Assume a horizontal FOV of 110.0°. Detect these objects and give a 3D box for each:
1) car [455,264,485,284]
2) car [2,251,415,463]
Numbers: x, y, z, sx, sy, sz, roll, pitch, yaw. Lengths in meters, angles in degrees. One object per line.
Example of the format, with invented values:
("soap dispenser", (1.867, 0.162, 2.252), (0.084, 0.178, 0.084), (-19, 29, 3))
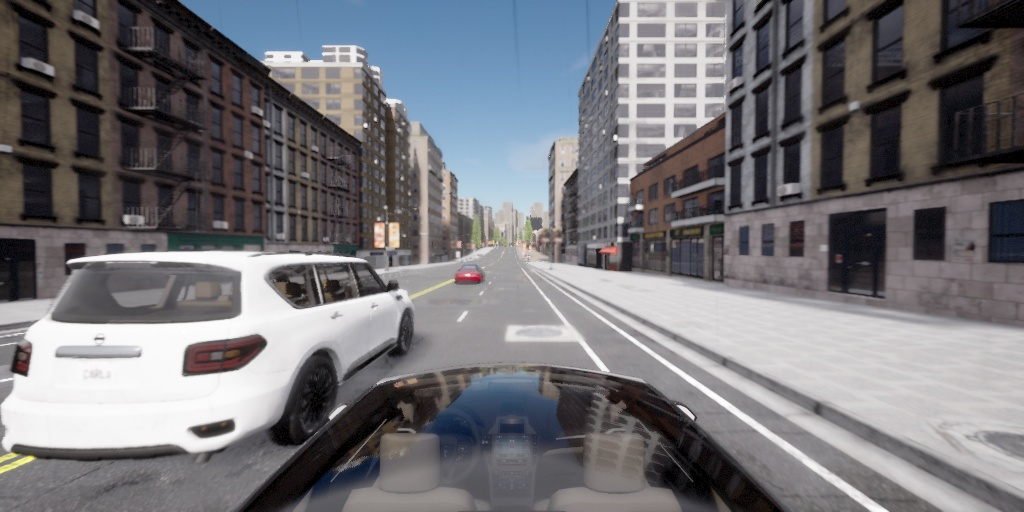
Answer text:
("car", (-3.153, 1.318, 27.442), (1.994, 1.385, 4.181), (0, 0, 0))
("car", (-3.151, 0.970, 5.407), (2.150, 2.045, 5.566), (0, 0, 0))
